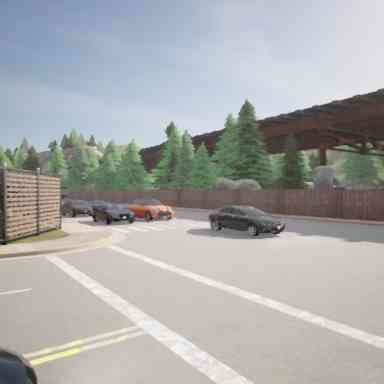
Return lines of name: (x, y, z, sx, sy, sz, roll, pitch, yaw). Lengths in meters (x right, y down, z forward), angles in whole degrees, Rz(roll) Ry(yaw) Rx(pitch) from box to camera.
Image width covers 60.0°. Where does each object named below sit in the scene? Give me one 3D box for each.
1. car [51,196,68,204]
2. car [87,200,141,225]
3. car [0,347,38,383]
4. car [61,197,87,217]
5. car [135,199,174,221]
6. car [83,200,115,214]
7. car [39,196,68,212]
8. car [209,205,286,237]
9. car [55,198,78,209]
car: (-25.227, 1.480, 63.370, 1.882, 1.535, 5.008, 0, 0, -36)
car: (-5.804, 1.565, 24.445, 1.994, 1.385, 4.181, 0, 0, -36)
car: (-3.201, 1.525, 1.457, 4.674, 1.442, 1.812, 0, 0, -36)
car: (-10.843, 1.506, 31.376, 1.837, 1.490, 4.892, 0, 0, -36)
car: (-3.345, 1.354, 27.016, 2.097, 1.767, 4.553, 0, 0, -36)
car: (-10.283, 1.566, 36.551, 1.994, 1.385, 4.181, 0, 0, -37)
car: (-16.242, 1.353, 38.790, 2.097, 1.767, 4.553, 0, 0, -36)
car: (2.884, 1.506, 18.318, 1.837, 1.490, 4.892, 0, 0, -35)
car: (-17.657, 1.565, 46.720, 1.994, 1.385, 4.181, 0, 0, -36)
